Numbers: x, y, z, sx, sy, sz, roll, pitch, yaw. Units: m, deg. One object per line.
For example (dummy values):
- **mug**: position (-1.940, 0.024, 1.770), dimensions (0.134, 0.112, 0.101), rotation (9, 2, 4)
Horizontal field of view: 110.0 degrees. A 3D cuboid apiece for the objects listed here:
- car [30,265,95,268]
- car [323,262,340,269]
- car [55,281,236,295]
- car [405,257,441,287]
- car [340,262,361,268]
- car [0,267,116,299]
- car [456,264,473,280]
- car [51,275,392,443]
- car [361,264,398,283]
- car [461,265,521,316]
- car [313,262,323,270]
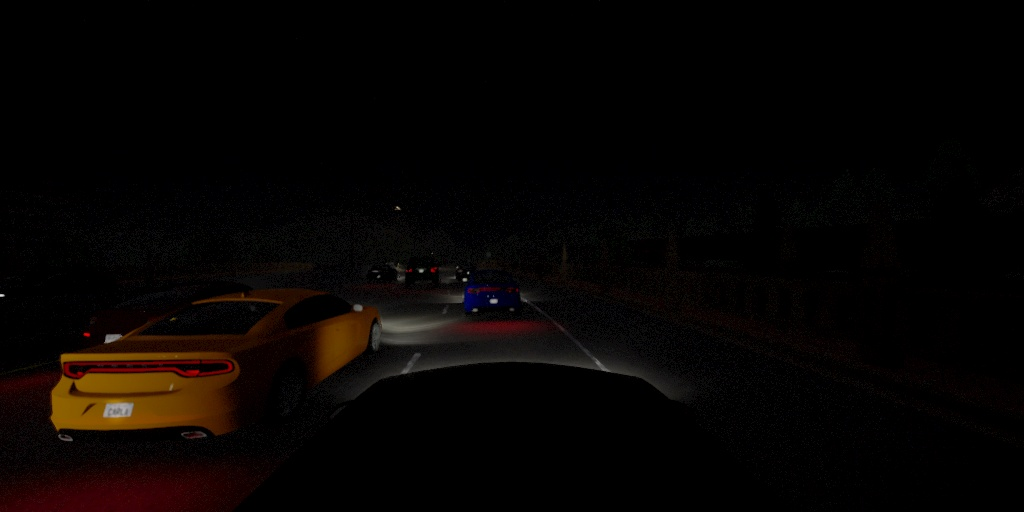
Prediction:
- **car**: position (-22.802, 1.284, 17.639), dimensions (2.097, 1.767, 4.553), rotation (0, 0, -10)
- **car**: position (-25.982, 1.623, 53.713), dimensions (2.033, 1.411, 5.357), rotation (0, 0, -10)
- **car**: position (-7.366, 1.333, 8.775), dimensions (1.812, 1.442, 4.674), rotation (0, 0, -5)
- **car**: position (-6.294, 1.078, 25.616), dimensions (2.150, 2.045, 5.566), rotation (0, 0, -10)
- **car**: position (-21.593, 1.559, 49.233), dimensions (1.812, 1.442, 4.674), rotation (0, 0, -10)
- **car**: position (-18.726, 1.384, 14.323), dimensions (2.128, 1.511, 4.902), rotation (0, 0, -9)
- **car**: position (-4.060, 1.431, 32.686), dimensions (1.994, 1.385, 4.181), rotation (0, 0, -11)
- **car**: position (-3.670, 1.256, 5.731), dimensions (1.882, 1.535, 5.008), rotation (0, 0, -2)
- **car**: position (-10.642, 1.390, 29.813), dimensions (2.128, 1.511, 4.902), rotation (0, 0, -11)
- **car**: position (-0.850, 1.265, 13.637), dimensions (1.882, 1.535, 5.008), rotation (0, 0, -7)
- **car**: position (-30.275, 1.698, 57.687), dimensions (1.994, 1.385, 4.181), rotation (0, -1, -10)
